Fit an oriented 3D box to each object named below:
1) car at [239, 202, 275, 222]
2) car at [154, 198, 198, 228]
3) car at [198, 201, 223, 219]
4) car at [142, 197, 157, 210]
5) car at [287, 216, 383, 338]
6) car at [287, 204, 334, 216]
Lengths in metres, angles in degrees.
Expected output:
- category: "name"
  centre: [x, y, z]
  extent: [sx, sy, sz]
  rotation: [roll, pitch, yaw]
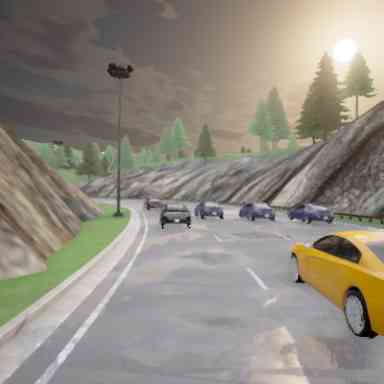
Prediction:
- category: "car"
  centre: [5.158, 1.541, 26.676]
  extent: [1.812, 1.442, 4.674]
  rotation: [1, 0, -9]
- category: "car"
  centre: [-1.178, 1.426, 21.602]
  extent: [2.128, 1.511, 4.902]
  rotation: [1, 0, -8]
- category: "car"
  centre: [1.393, 1.483, 28.129]
  extent: [1.812, 1.442, 4.674]
  rotation: [1, 0, -9]
- category: "car"
  centre: [-4.605, 1.371, 39.098]
  extent: [1.812, 1.442, 4.674]
  rotation: [1, 0, -17]
- category: "car"
  centre: [3.490, 1.513, 6.694]
  extent: [1.882, 1.535, 5.008]
  rotation: [1, 0, -1]
- category: "car"
  centre: [8.915, 1.599, 25.230]
  extent: [1.812, 1.442, 4.674]
  rotation: [1, 0, -8]
